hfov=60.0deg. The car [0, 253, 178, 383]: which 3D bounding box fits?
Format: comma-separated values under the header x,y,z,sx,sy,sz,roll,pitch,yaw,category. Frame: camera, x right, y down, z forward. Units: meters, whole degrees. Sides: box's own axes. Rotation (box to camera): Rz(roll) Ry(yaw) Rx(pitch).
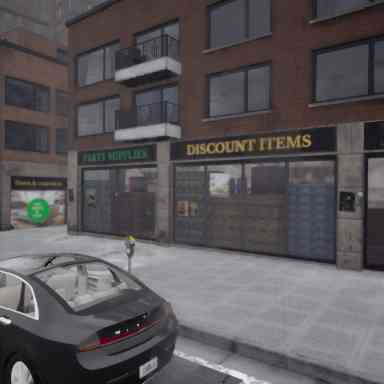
x,y,z,sx,sy,sz,roll,pitch,yaw,category
-2.215,1.550,4.664,4.403,1.369,2.008,0,1,36,car
